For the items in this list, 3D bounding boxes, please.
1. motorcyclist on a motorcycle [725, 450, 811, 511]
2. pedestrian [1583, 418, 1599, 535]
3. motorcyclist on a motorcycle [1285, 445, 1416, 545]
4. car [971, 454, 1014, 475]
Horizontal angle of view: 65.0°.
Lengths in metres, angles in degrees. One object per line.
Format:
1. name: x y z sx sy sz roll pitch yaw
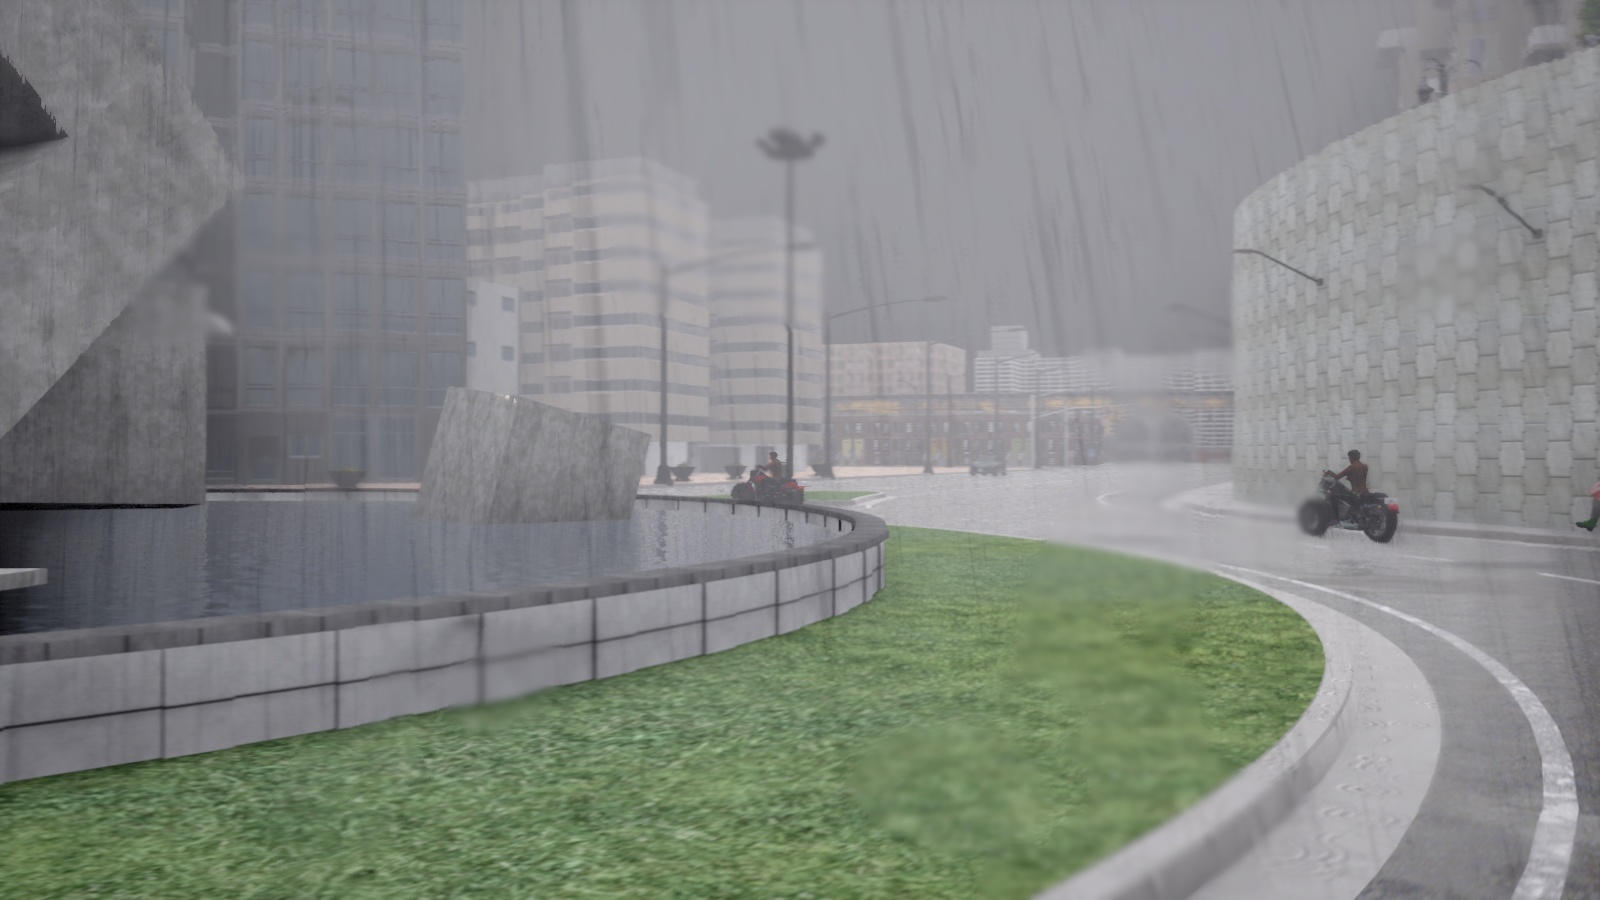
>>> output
1. motorcyclist on a motorcycle: -0.893 0.849 35.137 2.350 1.649 0.766 -1 0 31
2. pedestrian: 13.669 0.443 20.939 0.659 1.952 0.873 0 0 -40
3. motorcyclist on a motorcycle: 9.666 0.757 22.173 0.766 1.649 2.350 0 0 -17
4. car: 14.074 1.035 91.594 2.007 1.525 4.514 0 0 24
